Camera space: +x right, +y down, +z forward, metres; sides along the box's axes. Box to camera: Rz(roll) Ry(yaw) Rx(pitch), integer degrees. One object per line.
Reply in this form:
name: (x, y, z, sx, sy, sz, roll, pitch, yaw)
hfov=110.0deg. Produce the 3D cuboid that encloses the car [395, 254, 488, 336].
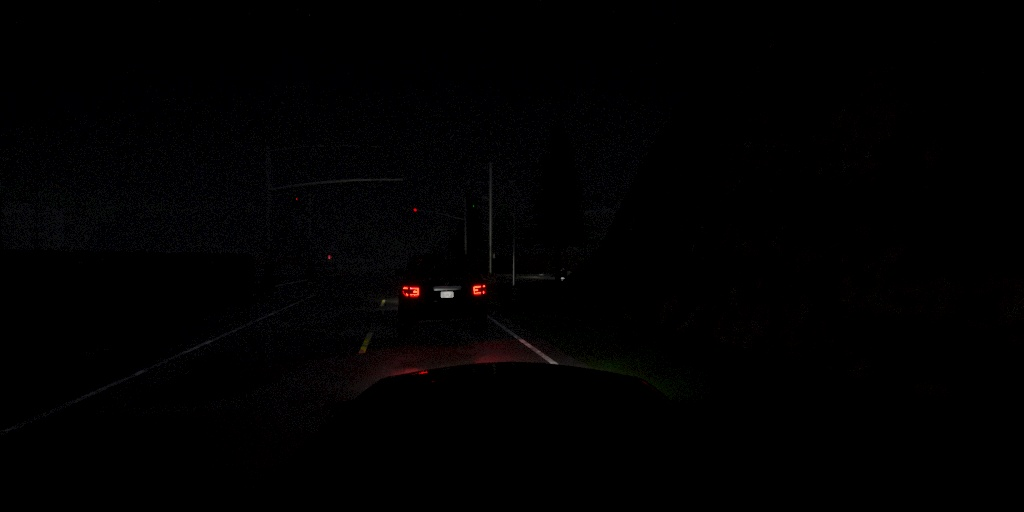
car: (-2.230, 0.971, 10.718, 2.150, 2.045, 5.566, 0, 0, -16)

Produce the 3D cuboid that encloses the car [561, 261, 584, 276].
car: (6.659, 1.227, 35.261, 5.008, 1.535, 1.882, 0, 0, -19)
